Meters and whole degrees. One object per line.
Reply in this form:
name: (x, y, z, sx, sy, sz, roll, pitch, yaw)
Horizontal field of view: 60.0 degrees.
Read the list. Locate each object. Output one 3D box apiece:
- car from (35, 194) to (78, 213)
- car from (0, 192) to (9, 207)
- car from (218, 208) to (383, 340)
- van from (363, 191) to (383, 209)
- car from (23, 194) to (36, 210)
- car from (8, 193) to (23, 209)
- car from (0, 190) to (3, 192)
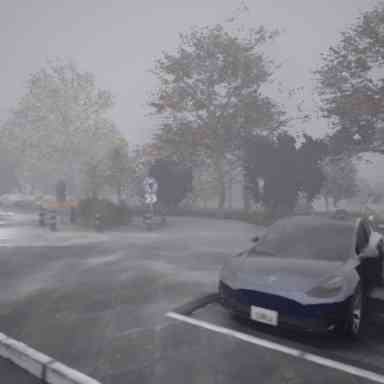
car: (-12.107, 1.191, 32.584, 2.097, 1.535, 5.008, 2, 1, 36)
car: (-18.730, 1.005, 37.394, 2.002, 1.452, 4.674, 2, 1, 36)
car: (2.343, 1.192, 6.233, 2.163, 1.488, 4.792, 1, 1, 36)
van: (9.914, 0.931, 16.779, 1.878, 1.987, 4.442, 1, 1, 36)
car: (-14.325, 0.989, 34.239, 2.185, 1.767, 4.553, 2, 1, 36)
car: (-16.504, 1.071, 35.746, 2.163, 1.488, 4.792, 2, 1, 36)
car: (-21.078, 0.885, 38.872, 1.946, 1.575, 5.366, 2, 1, 36)
